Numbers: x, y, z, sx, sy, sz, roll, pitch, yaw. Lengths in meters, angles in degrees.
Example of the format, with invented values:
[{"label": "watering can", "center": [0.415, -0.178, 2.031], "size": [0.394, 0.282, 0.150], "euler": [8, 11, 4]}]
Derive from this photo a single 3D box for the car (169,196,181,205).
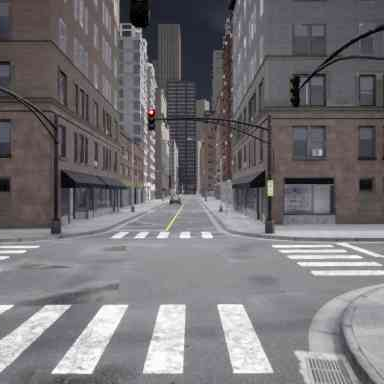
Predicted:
[{"label": "car", "center": [-2.977, 1.457, 59.647], "size": [1.882, 1.535, 5.008], "euler": [0, 0, 0]}]
